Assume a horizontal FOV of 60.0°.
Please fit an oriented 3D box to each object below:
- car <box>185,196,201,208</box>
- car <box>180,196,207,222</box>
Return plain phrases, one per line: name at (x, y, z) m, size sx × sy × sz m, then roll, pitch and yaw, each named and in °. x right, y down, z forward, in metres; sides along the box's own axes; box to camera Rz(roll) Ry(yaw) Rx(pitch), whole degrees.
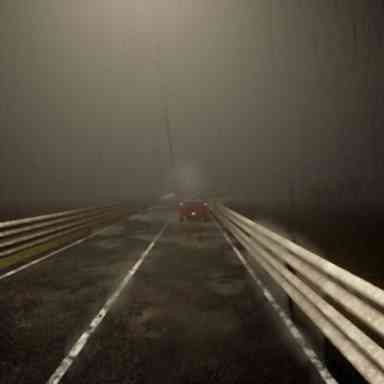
car at (0.106, 1.212, 41.851) m, size 1.812 × 1.442 × 4.674 m, roll 0°, pitch 0°, yaw 0°
car at (0.101, 1.292, 24.715) m, size 1.882 × 1.535 × 5.008 m, roll 0°, pitch 0°, yaw 0°
